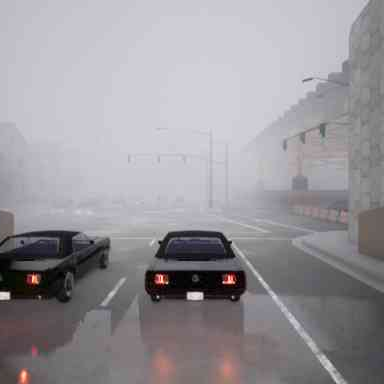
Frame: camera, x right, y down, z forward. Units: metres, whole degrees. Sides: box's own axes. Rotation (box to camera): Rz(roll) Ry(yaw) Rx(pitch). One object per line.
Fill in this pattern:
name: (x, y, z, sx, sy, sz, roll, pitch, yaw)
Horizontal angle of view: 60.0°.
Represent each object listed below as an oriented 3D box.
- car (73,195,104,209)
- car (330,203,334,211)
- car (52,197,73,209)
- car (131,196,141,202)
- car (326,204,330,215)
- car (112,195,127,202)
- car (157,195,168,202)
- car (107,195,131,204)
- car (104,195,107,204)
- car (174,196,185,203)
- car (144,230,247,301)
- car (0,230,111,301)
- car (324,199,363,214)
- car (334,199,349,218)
car: (-13.857, 1.446, 44.984, 1.882, 1.535, 5.008, 0, 0, 2)
car: (13.943, 1.434, 26.156, 2.038, 1.542, 4.974, 0, 0, -35)
car: (-17.348, 1.459, 45.301, 2.128, 1.511, 4.902, 0, 0, 2)
car: (-12.959, 1.532, 76.660, 1.895, 1.301, 4.718, 0, 0, 1)
car: (14.050, 1.431, 30.762, 4.974, 1.542, 2.038, 0, 0, -45)
car: (-16.484, 1.481, 75.719, 2.033, 1.411, 5.357, 0, 0, 1)
car: (-6.142, 1.318, 69.397, 1.994, 1.385, 4.181, 0, 0, 1)
car: (-13.401, 1.504, 61.234, 2.033, 1.411, 5.357, 0, 0, 2)
car: (-16.927, 1.310, 60.579, 2.097, 1.767, 4.553, 0, 0, 2)
car: (-2.643, 1.515, 69.308, 1.994, 1.385, 4.181, 0, 0, 1)
car: (0.077, 1.595, 8.238, 1.895, 1.301, 4.718, 0, 0, 0)
car: (-3.423, 1.595, 8.247, 1.895, 1.301, 4.718, 0, 0, 0)
car: (14.086, 1.273, 30.799, 4.536, 1.218, 1.853, 0, 0, -45)
car: (13.973, 1.277, 26.113, 1.853, 1.218, 4.536, 0, 0, -35)
